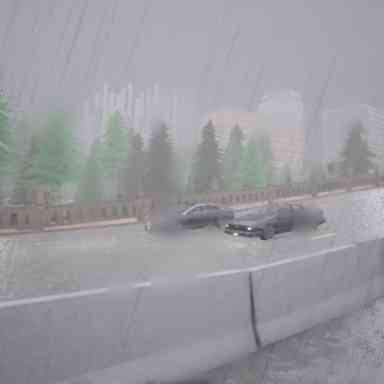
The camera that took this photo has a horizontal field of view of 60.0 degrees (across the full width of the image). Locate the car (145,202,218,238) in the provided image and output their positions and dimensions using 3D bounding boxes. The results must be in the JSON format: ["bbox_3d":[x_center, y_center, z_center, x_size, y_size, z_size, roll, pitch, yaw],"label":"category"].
[{"bbox_3d":[-0.013,1.292,16.825,4.902,1.511,2.128,-3,2,-35],"label":"car"}]

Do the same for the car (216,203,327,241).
[{"bbox_3d":[3.979,1.238,15.353,5.357,1.411,2.033,-3,2,-35],"label":"car"}]
